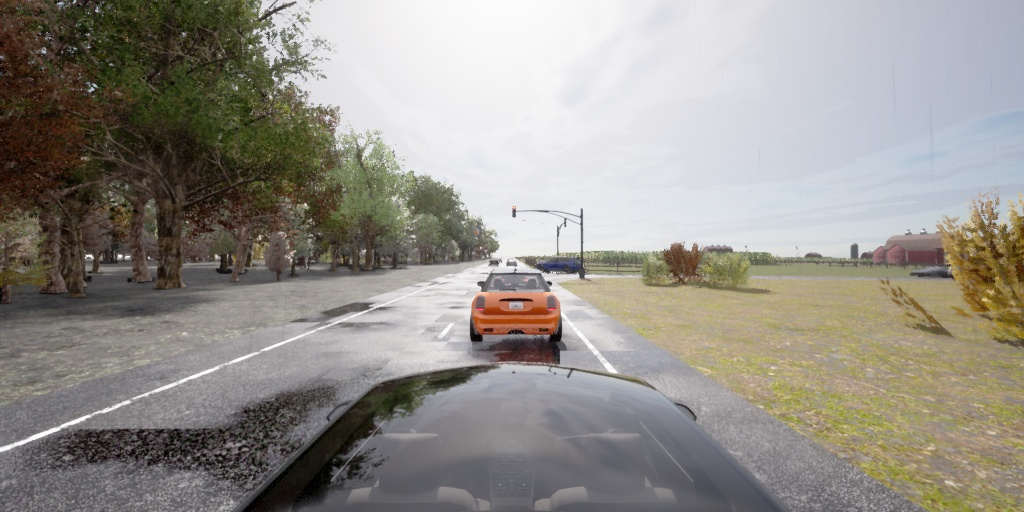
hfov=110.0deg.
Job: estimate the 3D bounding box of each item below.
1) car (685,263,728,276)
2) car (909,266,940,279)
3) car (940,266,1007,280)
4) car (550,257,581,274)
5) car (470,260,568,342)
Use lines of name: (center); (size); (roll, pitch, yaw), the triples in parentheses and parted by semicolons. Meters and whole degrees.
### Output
car: (22.562, 1.545, 41.296); (4.902, 1.511, 2.128); (1, -1, 0)
car: (49.205, 1.892, 41.178); (5.357, 1.411, 2.033); (1, -1, 1)
car: (48.898, 1.772, 37.610); (4.902, 1.511, 2.128); (1, -1, 1)
car: (5.634, 1.121, 43.662); (5.566, 2.045, 2.150); (1, 0, 28)
car: (0.083, 1.104, 9.954); (2.097, 1.767, 4.553); (0, 0, 0)
